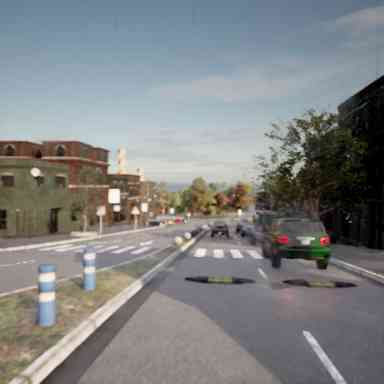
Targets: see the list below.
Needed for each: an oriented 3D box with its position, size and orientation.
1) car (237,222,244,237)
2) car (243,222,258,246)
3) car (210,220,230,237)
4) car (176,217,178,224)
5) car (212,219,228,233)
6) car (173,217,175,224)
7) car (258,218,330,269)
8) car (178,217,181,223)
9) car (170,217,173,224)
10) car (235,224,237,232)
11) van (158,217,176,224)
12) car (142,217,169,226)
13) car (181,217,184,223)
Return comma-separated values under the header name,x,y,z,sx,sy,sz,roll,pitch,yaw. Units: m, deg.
name,x,y,z,sx,sy,sz,roll,pitch,yaw
car,6.242,4.139,35.942,1.812,1.442,4.674,1,-4,5
car,5.391,3.300,25.693,2.128,1.511,4.902,1,-4,5
car,3.041,4.057,36.052,1.837,1.490,4.892,1,-4,5
car,-6.818,7.456,85.808,4.553,1.767,2.185,2,-4,-15
car,3.983,4.797,47.452,2.097,1.767,4.553,1,-4,5
car,-7.537,7.104,79.688,5.366,1.575,1.946,2,-4,-15
car,4.523,2.205,15.203,2.150,2.045,5.566,1,-4,5
car,-6.338,8.051,91.848,4.892,1.521,2.231,2,-4,-15
car,-7.639,6.907,76.697,4.792,1.488,2.163,2,-4,-15
car,7.254,5.005,47.563,1.882,1.535,5.008,1,-4,5
van,-6.705,7.587,88.803,4.442,1.987,1.878,2,-4,-15
car,-8.091,6.414,70.648,4.892,1.521,2.231,2,-4,-15
car,-6.114,8.032,94.881,5.566,2.045,2.435,2,-4,-15
